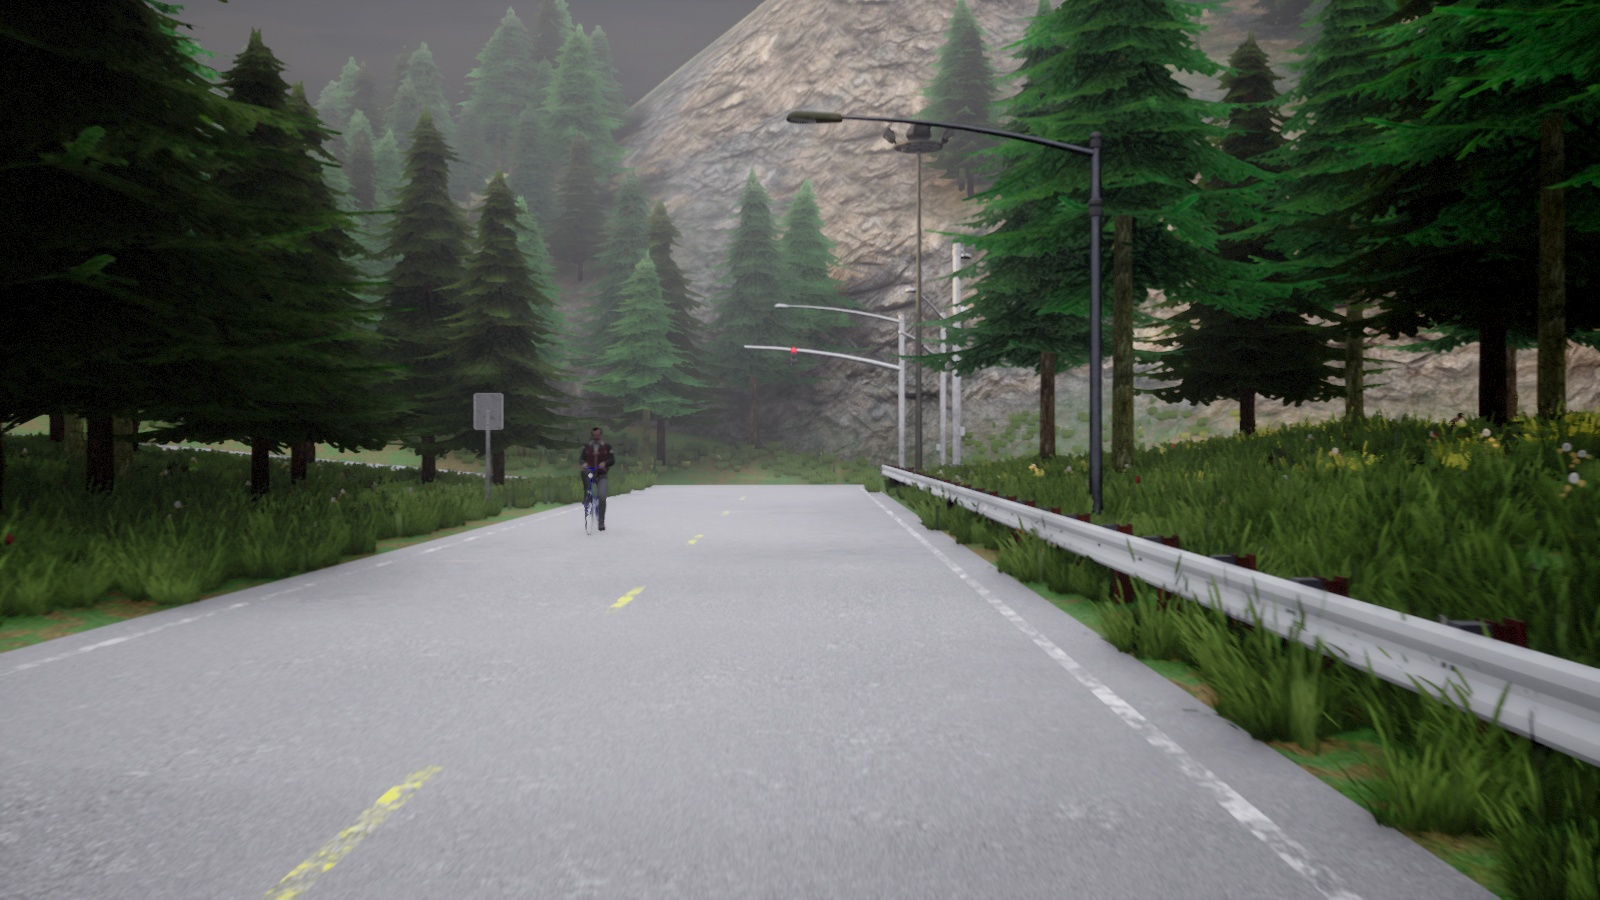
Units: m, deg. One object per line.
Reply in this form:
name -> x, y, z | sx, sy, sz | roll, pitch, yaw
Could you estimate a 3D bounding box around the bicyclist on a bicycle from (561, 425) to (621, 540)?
bicyclist on a bicycle -> -3.368, 0.499, 20.408 | 0.659, 1.776, 1.843 | 0, 0, 0
